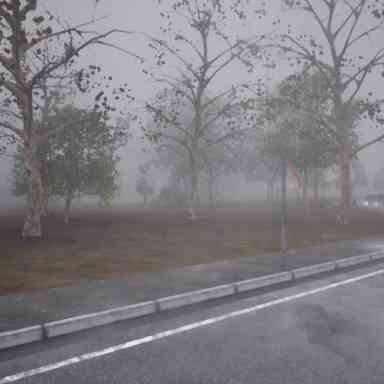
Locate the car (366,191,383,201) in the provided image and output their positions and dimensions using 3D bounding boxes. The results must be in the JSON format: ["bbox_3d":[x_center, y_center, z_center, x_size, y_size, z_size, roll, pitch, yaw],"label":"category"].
[{"bbox_3d":[29.305,0.628,52.765,5.008,1.535,1.882,-1,0,-41],"label":"car"}]
